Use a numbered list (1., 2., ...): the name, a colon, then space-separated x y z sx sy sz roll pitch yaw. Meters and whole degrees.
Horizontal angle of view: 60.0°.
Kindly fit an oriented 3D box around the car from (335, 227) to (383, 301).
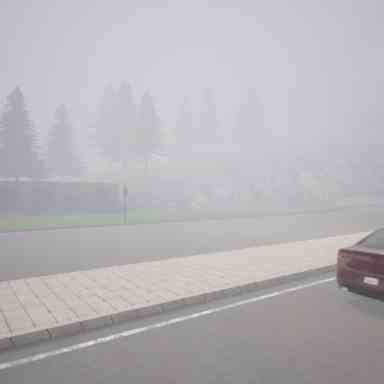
1. car: 5.287 1.477 7.517 5.008 1.535 1.882 0 0 -36
